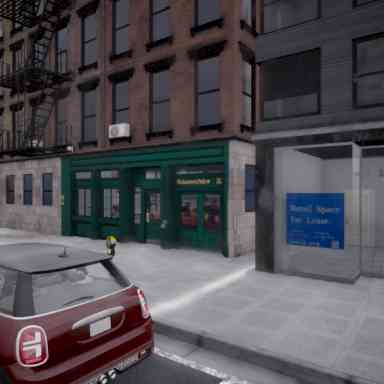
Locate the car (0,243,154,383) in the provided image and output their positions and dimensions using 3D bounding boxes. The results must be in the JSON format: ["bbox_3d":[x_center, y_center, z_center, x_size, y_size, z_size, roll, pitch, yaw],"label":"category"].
[{"bbox_3d":[-2.539,1.440,4.632,4.097,1.590,1.967,0,0,36],"label":"car"}]
